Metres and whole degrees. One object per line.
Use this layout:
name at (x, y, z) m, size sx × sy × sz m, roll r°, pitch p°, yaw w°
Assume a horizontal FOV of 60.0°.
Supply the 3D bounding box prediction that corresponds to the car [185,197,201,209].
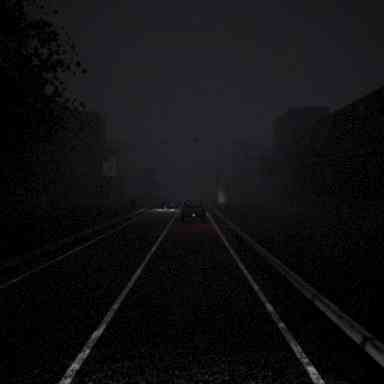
car at (0.100, 1.364, 43.096) m, size 1.895 × 1.301 × 4.718 m, roll 0°, pitch 1°, yaw 0°

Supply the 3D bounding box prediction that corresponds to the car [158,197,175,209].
car at (-3.092, 1.332, 41.244) m, size 2.033 × 1.411 × 5.357 m, roll 0°, pitch 1°, yaw 0°

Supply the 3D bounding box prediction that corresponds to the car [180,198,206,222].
car at (0.102, 1.415, 25.877) m, size 2.128 × 1.511 × 4.902 m, roll 0°, pitch 0°, yaw 0°
